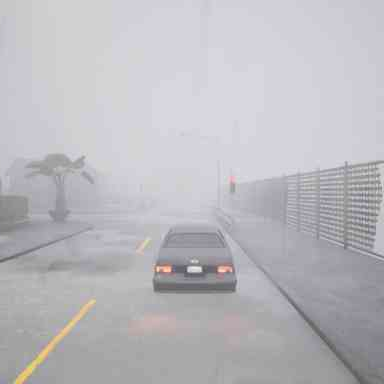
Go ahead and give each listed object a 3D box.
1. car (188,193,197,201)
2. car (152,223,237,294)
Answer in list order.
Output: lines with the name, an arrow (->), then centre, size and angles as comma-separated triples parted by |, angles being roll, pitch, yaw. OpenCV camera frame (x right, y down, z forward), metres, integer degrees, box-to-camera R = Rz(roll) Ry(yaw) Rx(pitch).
car -> 0.090, 1.224, 87.059 | 2.150, 2.045, 5.566 | 0, 0, 0
car -> 0.073, 1.547, 8.955 | 2.033, 1.411, 5.357 | 0, 0, 1
